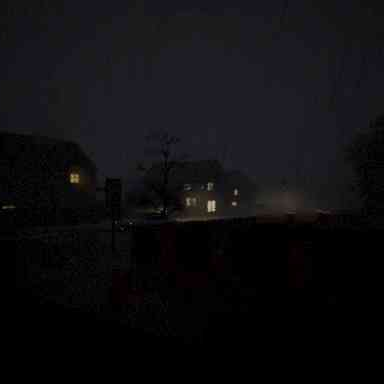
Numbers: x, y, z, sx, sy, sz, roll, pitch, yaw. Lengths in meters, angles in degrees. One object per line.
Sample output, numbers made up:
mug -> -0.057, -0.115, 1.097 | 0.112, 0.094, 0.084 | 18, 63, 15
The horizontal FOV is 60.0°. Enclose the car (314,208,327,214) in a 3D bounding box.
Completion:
car -> 18.789, 3.074, 49.603 | 1.882, 1.535, 5.008 | 1, -1, 35

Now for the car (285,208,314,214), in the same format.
car -> 12.999, 2.776, 41.310 | 2.128, 1.511, 4.902 | 1, -1, 36

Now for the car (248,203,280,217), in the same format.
car -> 8.797, 2.376, 40.321 | 2.150, 2.045, 5.566 | 1, -1, 36

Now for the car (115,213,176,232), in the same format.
car -> -3.236, 2.139, 23.308 | 1.895, 1.301, 4.718 | 1, -1, 35
